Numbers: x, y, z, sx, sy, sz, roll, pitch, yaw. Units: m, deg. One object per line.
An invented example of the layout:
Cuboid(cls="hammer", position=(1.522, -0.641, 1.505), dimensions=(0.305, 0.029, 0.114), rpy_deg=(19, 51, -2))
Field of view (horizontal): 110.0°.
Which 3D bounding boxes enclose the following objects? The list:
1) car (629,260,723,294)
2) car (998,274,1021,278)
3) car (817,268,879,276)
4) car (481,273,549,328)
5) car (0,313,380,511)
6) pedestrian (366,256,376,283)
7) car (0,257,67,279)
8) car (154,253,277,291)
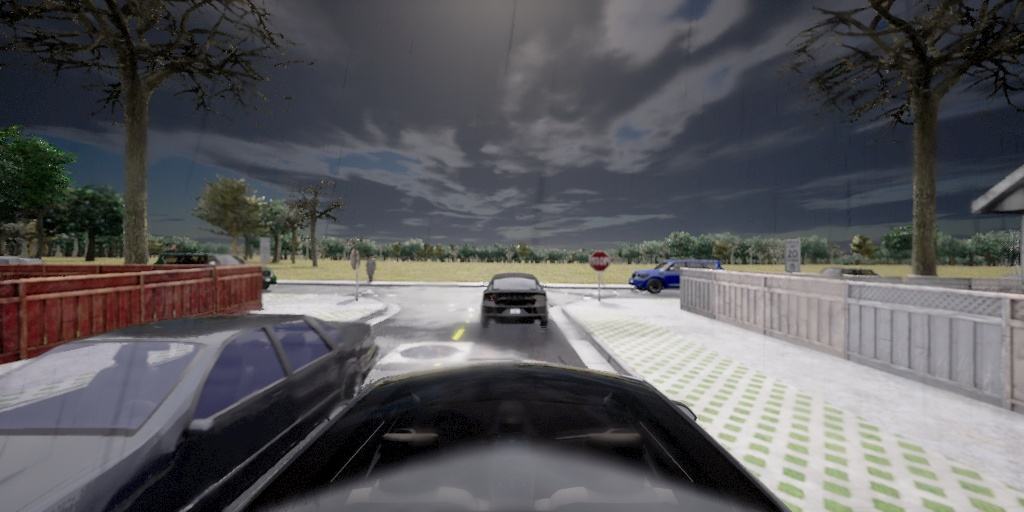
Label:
Cuboid(cls="car", position=(10.126, 1.250, 22.022), dimensions=(5.566, 2.045, 2.150), rpy_deg=(1, 0, 0))
Cuboid(cls="car", position=(31.755, 1.839, 22.210), dimensions=(4.892, 1.490, 1.837), rpy_deg=(1, 0, 0))
Cuboid(cls="car", position=(20.114, 1.522, 22.109), dimensions=(4.553, 1.767, 2.097), rpy_deg=(1, 0, -1))
Cuboid(cls="car", position=(0.071, 1.288, 11.728), dimensions=(1.882, 1.535, 5.008), rpy_deg=(0, 0, 0))
Cuboid(cls="car", position=(-2.917, 1.307, 3.259), dimensions=(2.033, 1.411, 5.357), rpy_deg=(0, 0, -1))
Cuboid(cls="pedestrian", position=(-9.757, 0.891, 24.744), dimensions=(0.375, 1.860, 0.375), rpy_deg=(0, -1, -1))
Cuboid(cls="car", position=(-25.760, 0.842, 18.741), dimensions=(4.553, 1.767, 2.097), rpy_deg=(1, 0, -1))
Cuboid(cls="car", position=(-15.565, 0.870, 18.829), dimensions=(5.566, 2.045, 2.150), rpy_deg=(1, 0, 0))
